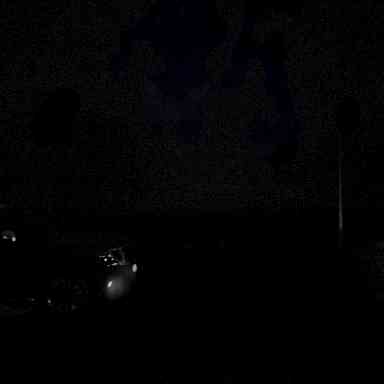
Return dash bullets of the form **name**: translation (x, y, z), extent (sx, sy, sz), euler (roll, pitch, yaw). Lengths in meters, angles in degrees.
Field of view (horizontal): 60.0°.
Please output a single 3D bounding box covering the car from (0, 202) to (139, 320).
- **car**: translation (-3.957, 1.242, 6.892), extent (5.566, 2.045, 2.150), euler (-1, 0, 1)
